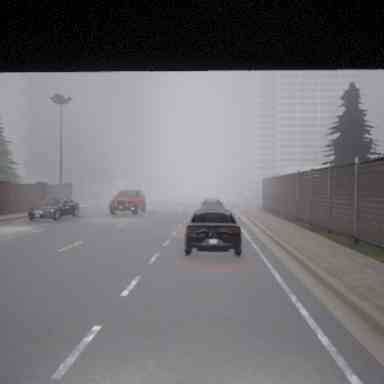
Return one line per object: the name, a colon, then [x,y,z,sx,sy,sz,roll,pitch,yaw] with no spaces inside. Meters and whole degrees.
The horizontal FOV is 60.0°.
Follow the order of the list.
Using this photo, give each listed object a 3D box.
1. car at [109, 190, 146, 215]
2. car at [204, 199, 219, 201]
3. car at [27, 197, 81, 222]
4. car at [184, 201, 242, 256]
car: [-5.403,0.818,28.689,2.150,2.045,5.566,0,1,3]
car: [1.624,1.228,27.247,1.994,1.385,4.181,0,1,3]
car: [-9.310,1.137,22.811,2.128,1.511,4.902,0,1,4]
car: [0.782,1.322,12.592,1.882,1.535,5.008,0,1,3]
